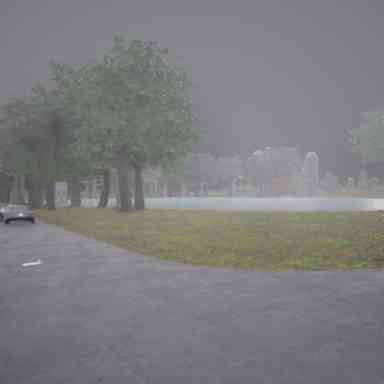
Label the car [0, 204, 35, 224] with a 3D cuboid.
[{"bbox_3d":[-13.061,1.559,24.751,1.994,1.385,4.181,1,-1,-36],"label":"car"}]
